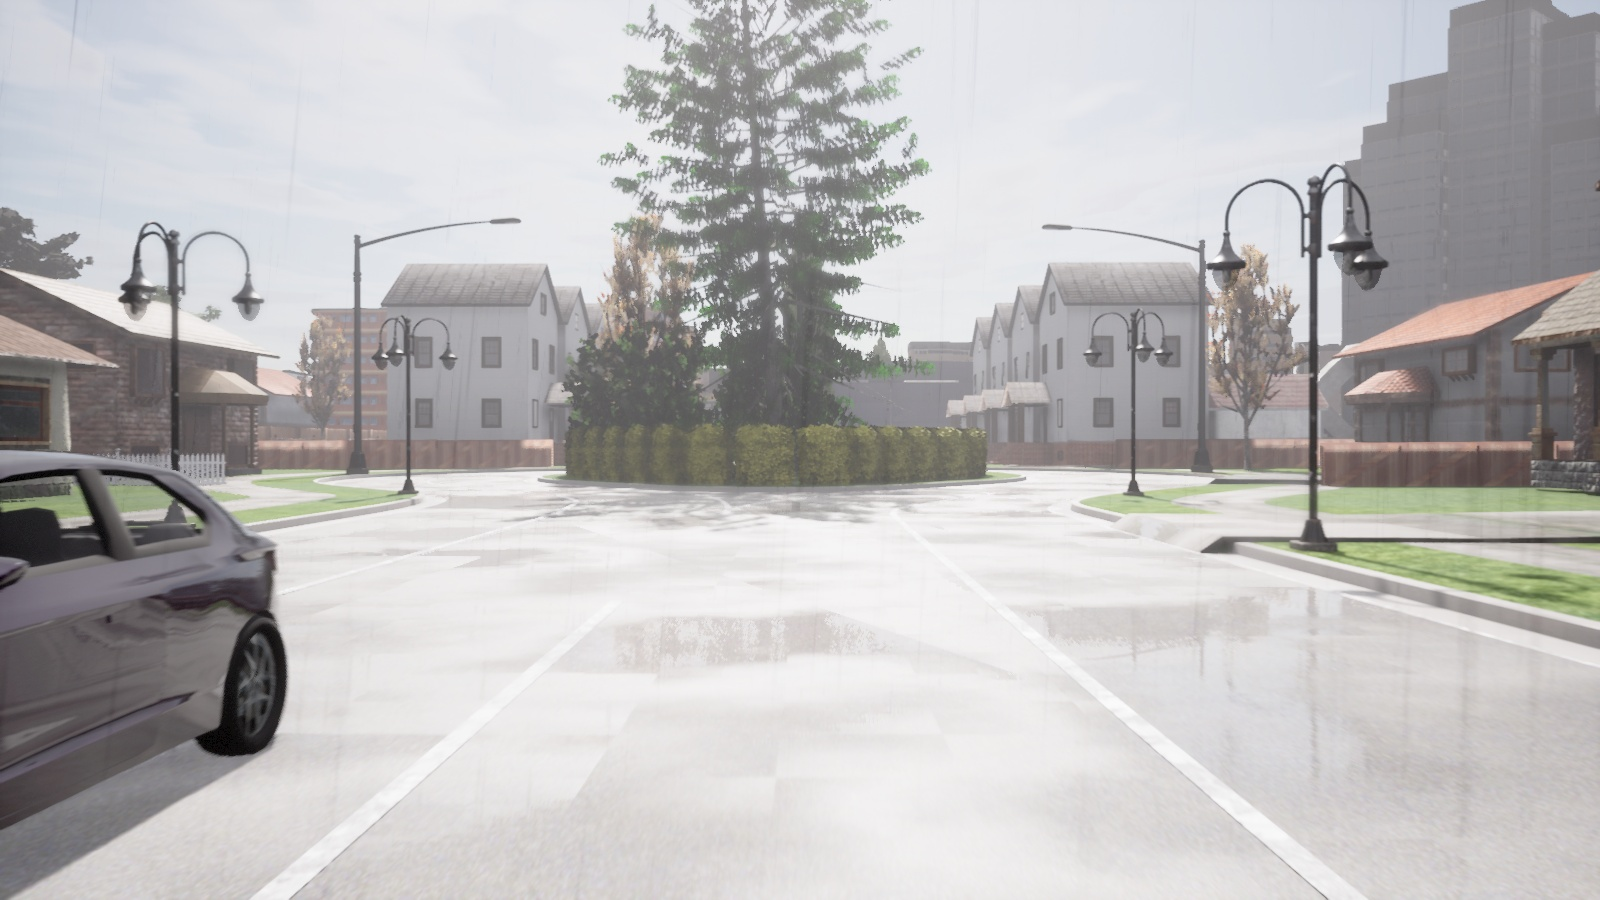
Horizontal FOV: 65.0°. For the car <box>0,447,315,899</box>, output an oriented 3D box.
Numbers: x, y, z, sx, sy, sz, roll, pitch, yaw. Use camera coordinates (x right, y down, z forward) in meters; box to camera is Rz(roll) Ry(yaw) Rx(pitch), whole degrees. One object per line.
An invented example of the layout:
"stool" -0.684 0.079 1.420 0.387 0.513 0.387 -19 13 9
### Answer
"car" -3.459 0.732 4.478 1.816 1.474 4.193 0 0 0
